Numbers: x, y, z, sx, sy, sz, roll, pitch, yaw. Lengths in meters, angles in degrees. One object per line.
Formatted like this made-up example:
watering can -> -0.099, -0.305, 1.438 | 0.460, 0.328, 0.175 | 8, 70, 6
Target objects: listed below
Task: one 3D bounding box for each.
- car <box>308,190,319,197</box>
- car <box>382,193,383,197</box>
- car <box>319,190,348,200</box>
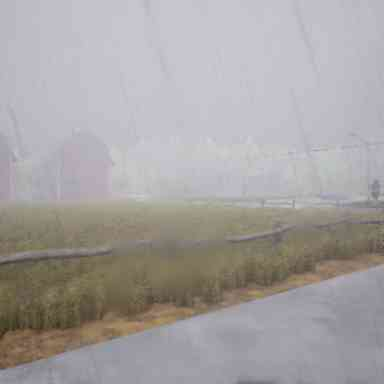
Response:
car -> 31.354, 0.449, 83.369 | 1.932, 1.855, 4.605 | -1, 0, -36
car -> 47.377, 0.327, 78.598 | 1.905, 1.878, 3.866 | -1, 0, -36
car -> 27.764, 0.787, 64.418 | 2.242, 1.667, 4.611 | -1, 0, -36
